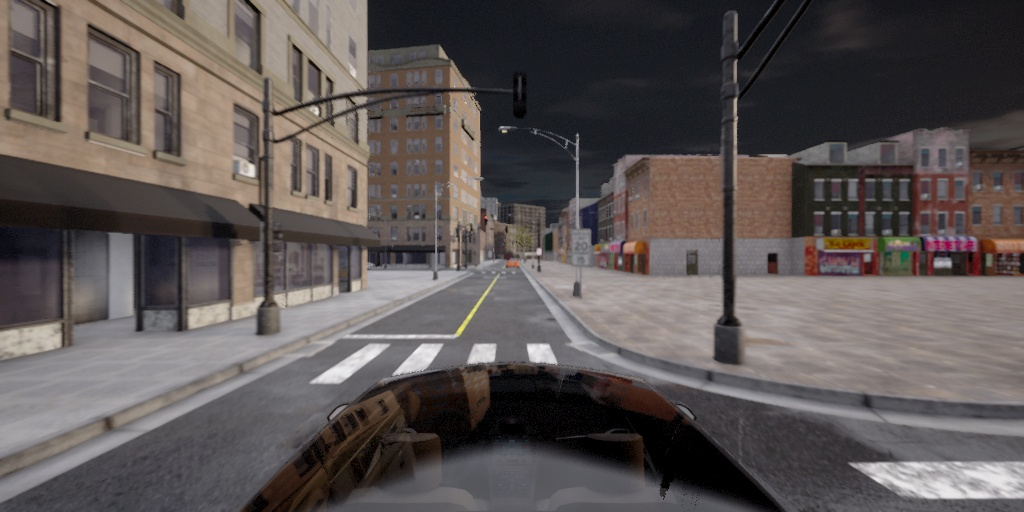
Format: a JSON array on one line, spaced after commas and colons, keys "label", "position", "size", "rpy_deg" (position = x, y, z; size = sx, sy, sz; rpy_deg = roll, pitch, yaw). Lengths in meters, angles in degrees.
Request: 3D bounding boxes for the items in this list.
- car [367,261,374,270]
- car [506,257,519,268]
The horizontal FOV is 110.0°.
[{"label": "car", "position": [-22.119, 1.283, 51.235], "size": [4.674, 1.442, 1.812], "rpy_deg": [0, 0, 9]}, {"label": "car", "position": [0.105, 1.020, 58.217], "size": [2.097, 1.767, 4.553], "rpy_deg": [0, 0, 0]}]
